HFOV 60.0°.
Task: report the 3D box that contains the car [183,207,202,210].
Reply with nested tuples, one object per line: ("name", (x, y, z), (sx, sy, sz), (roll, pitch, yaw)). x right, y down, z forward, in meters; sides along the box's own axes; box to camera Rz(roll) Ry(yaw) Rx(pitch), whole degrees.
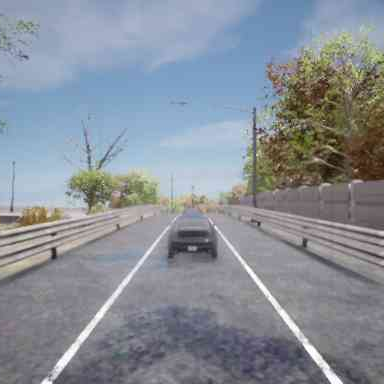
("car", (0.044, 1.985, 28.779), (1.994, 1.385, 4.181), (0, -1, 1))

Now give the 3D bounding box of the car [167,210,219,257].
("car", (0.039, 1.703, 13.750), (1.837, 1.490, 4.892), (0, 0, 0))
